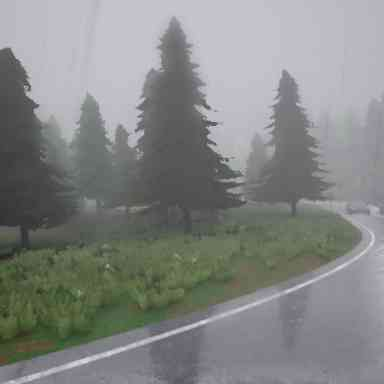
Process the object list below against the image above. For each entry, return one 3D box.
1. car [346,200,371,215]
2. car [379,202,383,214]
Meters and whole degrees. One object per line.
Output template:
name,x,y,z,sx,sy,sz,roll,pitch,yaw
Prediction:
car,19.279,1.771,38.726,2.097,1.767,4.553,-3,-2,18
car,22.324,1.751,37.283,1.837,1.490,4.892,-3,-4,19
